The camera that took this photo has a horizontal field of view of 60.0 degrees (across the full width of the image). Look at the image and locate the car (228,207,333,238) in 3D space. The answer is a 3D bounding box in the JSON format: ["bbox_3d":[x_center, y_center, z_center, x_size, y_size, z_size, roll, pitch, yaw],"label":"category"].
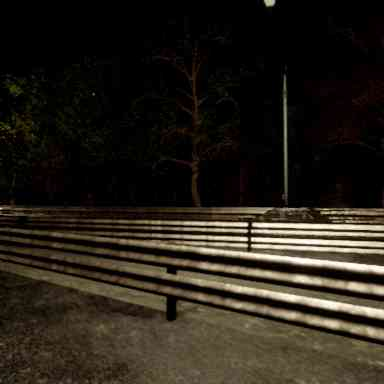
[{"bbox_3d":[4.145,1.553,15.885,4.856,1.649,2.033,-1,0,21],"label":"car"}]
